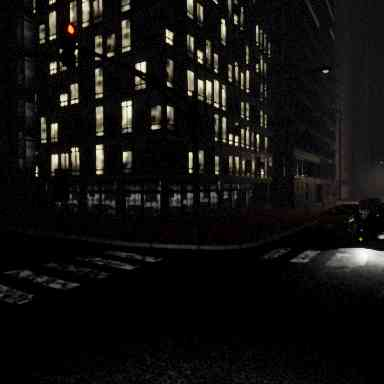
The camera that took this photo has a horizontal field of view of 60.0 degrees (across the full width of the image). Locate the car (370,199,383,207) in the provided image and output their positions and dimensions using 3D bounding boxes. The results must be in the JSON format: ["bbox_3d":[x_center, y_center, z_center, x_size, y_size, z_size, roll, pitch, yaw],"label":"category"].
[{"bbox_3d":[15.026,1.542,25.212,2.033,1.411,5.357,0,0,32],"label":"car"}]

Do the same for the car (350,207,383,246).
[{"bbox_3d":[8.376,1.561,14.559,1.994,1.385,4.181,0,0,32],"label":"car"}]

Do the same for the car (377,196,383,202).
[{"bbox_3d":[44.737,1.539,78.065,2.008,1.369,4.403,-1,-1,32],"label":"car"}]

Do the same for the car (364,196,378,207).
[{"bbox_3d":[20.875,1.538,39.633,1.887,1.381,4.507,-1,-1,32],"label":"car"}]

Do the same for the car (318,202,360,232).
[{"bbox_3d":[8.854,1.522,20.274,1.752,1.417,4.829,-1,-1,32],"label":"car"}]

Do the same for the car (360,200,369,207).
[{"bbox_3d":[11.926,1.562,25.222,1.947,1.339,4.313,-1,-1,32],"label":"car"}]

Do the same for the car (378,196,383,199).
[{"bbox_3d":[20.545,1.484,33.977,2.128,1.511,4.902,0,0,32],"label":"car"}]

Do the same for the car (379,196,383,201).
[{"bbox_3d":[47.720,1.570,82.869,1.802,1.307,4.206,-1,-1,32],"label":"car"}]
